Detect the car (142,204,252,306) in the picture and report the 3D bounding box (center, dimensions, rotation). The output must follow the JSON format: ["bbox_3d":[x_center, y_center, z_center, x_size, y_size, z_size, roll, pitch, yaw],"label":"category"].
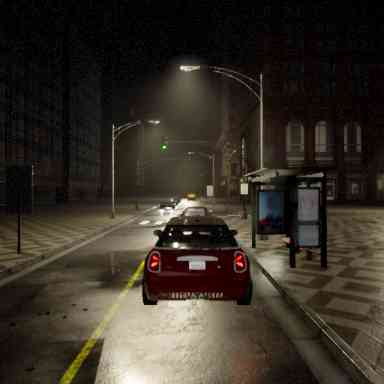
[{"bbox_3d":[0.092,1.352,8.171,2.097,1.767,4.553,0,0,0],"label":"car"}]

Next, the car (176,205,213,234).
[{"bbox_3d":[0.278,1.554,20.100,1.994,1.385,4.181,0,0,4],"label":"car"}]

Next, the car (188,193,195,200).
[{"bbox_3d":[-0.085,1.128,84.297,1.882,1.535,5.008,0,0,0],"label":"car"}]

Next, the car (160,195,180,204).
[{"bbox_3d":[-3.143,1.491,44.307,2.033,1.411,5.357,0,0,0],"label":"car"}]

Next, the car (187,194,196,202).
[{"bbox_3d":[-0.075,1.442,74.322,1.895,1.301,4.718,0,0,0],"label":"car"}]

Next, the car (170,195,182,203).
[{"bbox_3d":[-3.111,1.378,64.606,2.128,1.511,4.902,0,0,0],"label":"car"}]

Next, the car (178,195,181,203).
[{"bbox_3d":[-3.146,1.409,54.252,2.128,1.511,4.902,0,0,0],"label":"car"}]
